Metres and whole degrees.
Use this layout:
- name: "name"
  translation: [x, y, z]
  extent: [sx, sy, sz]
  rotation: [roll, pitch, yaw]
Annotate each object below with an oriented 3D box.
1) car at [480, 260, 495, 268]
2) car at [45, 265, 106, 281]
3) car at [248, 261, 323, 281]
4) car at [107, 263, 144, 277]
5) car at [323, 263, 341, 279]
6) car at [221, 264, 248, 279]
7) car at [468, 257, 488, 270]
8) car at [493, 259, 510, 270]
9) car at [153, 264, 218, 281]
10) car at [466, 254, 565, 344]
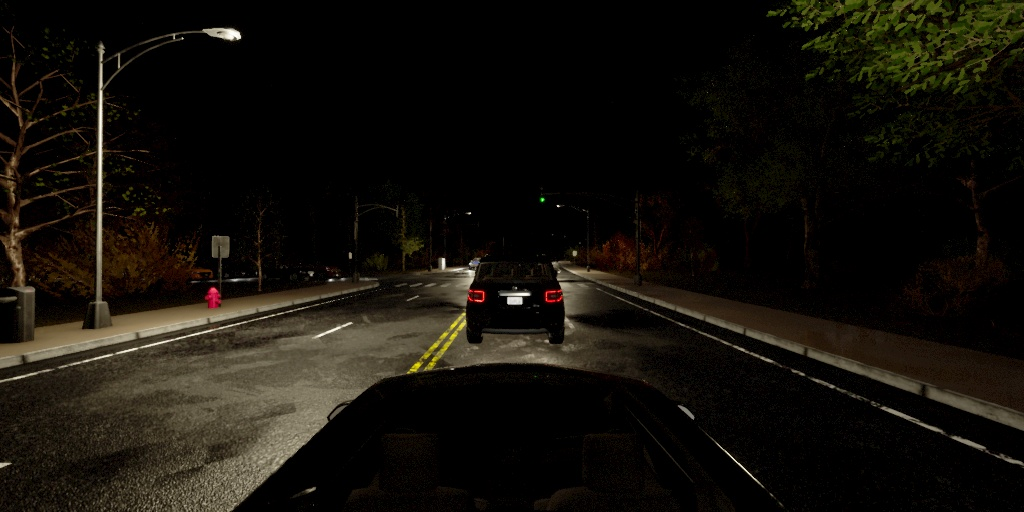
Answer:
- name: "car"
  translation: [-4.065, 1.285, 59.876]
  extent: [1.895, 1.301, 4.718]
  rotation: [0, 0, 5]
- name: "car"
  translation: [-43.070, 1.632, 35.093]
  extent: [4.892, 1.490, 1.837]
  rotation: [0, -1, 10]
- name: "car"
  translation: [-19.561, 1.375, 31.041]
  extent: [4.902, 1.511, 2.128]
  rotation: [-1, -1, 10]
- name: "car"
  translation: [-42.027, 1.505, 38.210]
  extent: [4.553, 1.767, 2.097]
  rotation: [-1, -1, 9]
- name: "car"
  translation: [-18.734, 1.260, 34.223]
  extent: [4.553, 1.767, 2.097]
  rotation: [-1, -1, 9]
- name: "car"
  translation: [-28.981, 1.522, 35.956]
  extent: [4.892, 1.490, 1.837]
  rotation: [0, -1, 10]
- name: "car"
  translation: [-4.768, 1.055, 50.920]
  extent: [2.097, 1.767, 4.553]
  rotation: [0, 0, 4]
- name: "car"
  translation: [-1.451, 1.190, 51.990]
  extent: [2.128, 1.511, 4.902]
  rotation: [0, 0, 2]
- name: "car"
  translation: [-30.078, 1.474, 32.847]
  extent: [5.008, 1.535, 1.882]
  rotation: [-1, -1, 10]
- name: "car"
  translation: [0.110, 0.972, 9.727]
  extent: [2.150, 2.045, 5.566]
  rotation: [0, 0, 1]
